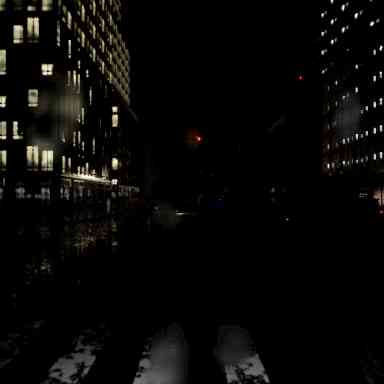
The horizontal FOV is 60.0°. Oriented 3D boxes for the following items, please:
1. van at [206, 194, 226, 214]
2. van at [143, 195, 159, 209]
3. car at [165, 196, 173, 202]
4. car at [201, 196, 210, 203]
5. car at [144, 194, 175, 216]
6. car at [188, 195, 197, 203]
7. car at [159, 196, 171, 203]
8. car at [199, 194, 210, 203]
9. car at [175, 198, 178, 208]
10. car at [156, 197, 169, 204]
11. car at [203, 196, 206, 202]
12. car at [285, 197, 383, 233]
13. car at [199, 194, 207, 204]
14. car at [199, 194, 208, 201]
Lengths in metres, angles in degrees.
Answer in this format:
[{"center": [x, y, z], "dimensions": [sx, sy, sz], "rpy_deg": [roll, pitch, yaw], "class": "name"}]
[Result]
[{"center": [2.727, 1.374, 35.902], "dimensions": [1.690, 1.788, 3.998], "rpy_deg": [0, 0, 0], "class": "van"}, {"center": [-5.712, 1.384, 47.018], "dimensions": [1.690, 1.788, 3.998], "rpy_deg": [0, 0, 0], "class": "van"}, {"center": [-5.548, 1.651, 80.253], "dimensions": [1.802, 1.307, 4.206], "rpy_deg": [0, 0, 0], "class": "car"}, {"center": [2.777, 1.606, 69.133], "dimensions": [1.887, 1.381, 4.507], "rpy_deg": [0, 0, 0], "class": "car"}, {"center": [-3.189, 1.253, 33.594], "dimensions": [2.150, 2.045, 5.566], "rpy_deg": [0, 0, 0], "class": "car"}, {"center": [0.103, 1.419, 72.825], "dimensions": [2.097, 1.767, 4.553], "rpy_deg": [0, 0, 0], "class": "car"}, {"center": [-5.603, 1.612, 69.174], "dimensions": [2.008, 1.369, 4.403], "rpy_deg": [0, 0, 0], "class": "car"}, {"center": [2.806, 1.380, 74.674], "dimensions": [2.192, 1.841, 5.009], "rpy_deg": [0, 0, 0], "class": "car"}, {"center": [-3.140, 1.565, 43.373], "dimensions": [1.812, 1.442, 4.674], "rpy_deg": [0, 0, 0], "class": "car"}, {"center": [-5.631, 1.623, 63.635], "dimensions": [1.947, 1.339, 4.313], "rpy_deg": [0, 0, 0], "class": "car"}, {"center": [2.663, 1.582, 41.440], "dimensions": [1.887, 1.381, 4.507], "rpy_deg": [0, 0, 0], "class": "car"}, {"center": [8.608, 1.340, 20.199], "dimensions": [5.566, 2.045, 2.150], "rpy_deg": [0, 0, 2], "class": "car"}, {"center": [2.751, 1.372, 63.595], "dimensions": [2.192, 1.841, 5.009], "rpy_deg": [0, 0, 0], "class": "car"}, {"center": [2.861, 1.388, 85.752], "dimensions": [2.192, 1.841, 5.009], "rpy_deg": [0, 0, 0], "class": "car"}]
